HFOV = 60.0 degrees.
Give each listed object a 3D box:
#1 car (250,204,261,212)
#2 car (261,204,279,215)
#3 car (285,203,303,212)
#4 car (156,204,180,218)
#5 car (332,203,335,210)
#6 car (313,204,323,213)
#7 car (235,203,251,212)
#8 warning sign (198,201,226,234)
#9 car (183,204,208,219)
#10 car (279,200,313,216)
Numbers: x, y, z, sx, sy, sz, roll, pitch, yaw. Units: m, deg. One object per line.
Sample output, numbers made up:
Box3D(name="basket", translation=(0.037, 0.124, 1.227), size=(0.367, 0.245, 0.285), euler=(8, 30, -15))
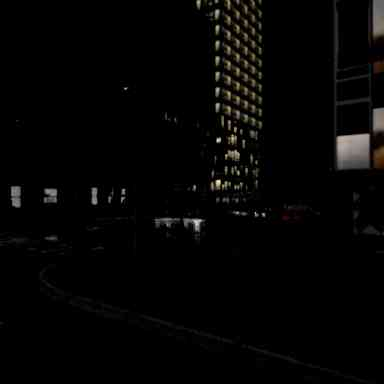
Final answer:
Box3D(name="car", translation=(11.799, 2.569, 53.643), size=(2.033, 1.411, 5.357), euler=(0, -1, 33))
Box3D(name="car", translation=(11.934, 2.471, 47.753), size=(1.994, 1.385, 4.181), euler=(0, -1, 33))
Box3D(name="car", translation=(17.239, 2.609, 56.088), size=(1.812, 1.442, 4.674), euler=(0, -1, 33))
Box3D(name="car", translation=(-2.128, 2.164, 38.195), size=(1.812, 1.442, 4.674), euler=(0, -1, 33))
Box3D(name="car", translation=(29.544, 2.833, 67.097), size=(1.882, 1.535, 5.008), euler=(0, -1, 33))
Box3D(name="car", translation=(19.971, 2.641, 54.328), size=(1.994, 1.385, 4.181), euler=(0, -1, 33))
Box3D(name="car", translation=(9.067, 2.561, 55.402), size=(2.033, 1.411, 5.357), euler=(0, -1, 33))
Box3D(name="warning sign", translation=(1.218, 1.485, 19.906), size=(1.300, 1.860, 1.060), euler=(1, 1, 33))
Box3D(name="car", translation=(1.062, 2.152, 37.144), size=(1.837, 1.490, 4.892), euler=(0, -1, 33))
Box3D(name="car", translation=(14.230, 2.109, 45.351), size=(2.150, 2.045, 5.566), euler=(0, -1, 35))
